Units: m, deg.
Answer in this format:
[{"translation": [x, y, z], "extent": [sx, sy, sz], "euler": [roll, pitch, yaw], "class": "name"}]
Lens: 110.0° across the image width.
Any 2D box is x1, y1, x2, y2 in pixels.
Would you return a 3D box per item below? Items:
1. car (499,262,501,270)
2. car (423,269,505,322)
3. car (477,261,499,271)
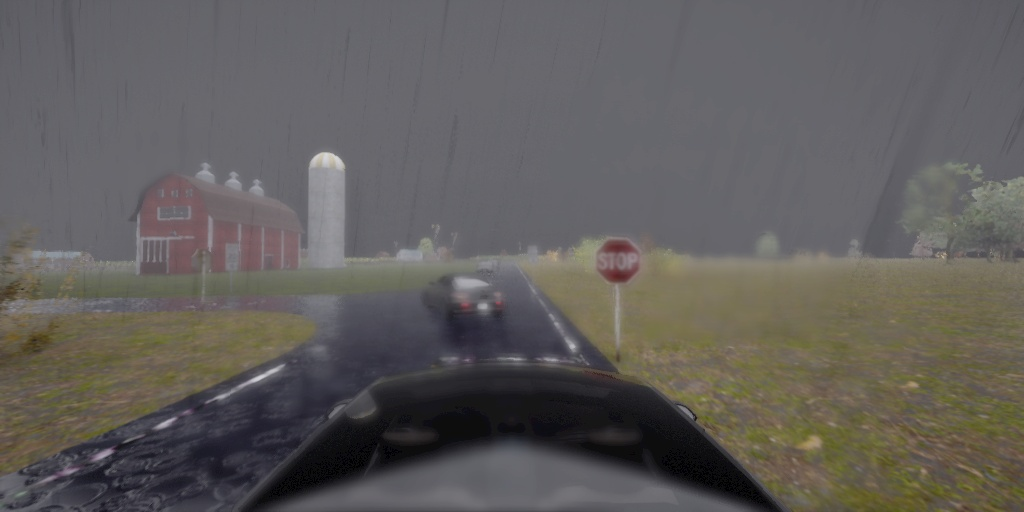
[{"translation": [-2.802, 1.517, 58.253], "extent": [2.128, 1.511, 4.902], "euler": [0, 0, 0], "class": "car"}, {"translation": [-1.751, 1.324, 12.510], "extent": [1.812, 1.442, 4.674], "euler": [1, 0, -24], "class": "car"}, {"translation": [-2.834, 1.441, 41.396], "extent": [1.837, 1.490, 4.892], "euler": [0, 0, 0], "class": "car"}]
